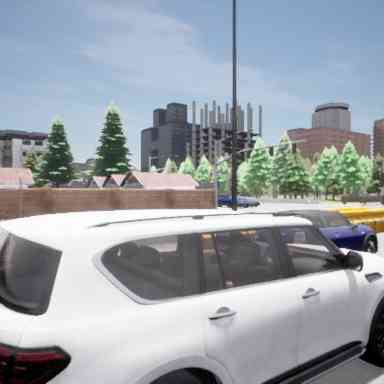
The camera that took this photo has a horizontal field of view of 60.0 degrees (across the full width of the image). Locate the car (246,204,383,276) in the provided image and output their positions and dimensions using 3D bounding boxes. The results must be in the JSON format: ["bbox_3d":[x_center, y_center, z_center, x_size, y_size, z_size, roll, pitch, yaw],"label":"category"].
[{"bbox_3d":[4.189,1.346,11.023,4.553,1.767,2.097,0,0,-35],"label":"car"}]

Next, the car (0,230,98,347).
[{"bbox_3d":[-4.375,1.548,4.923,5.357,1.411,2.033,0,0,-36],"label":"car"}]

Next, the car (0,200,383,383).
[{"bbox_3d":[0.494,1.220,4.095,5.566,2.045,2.150,0,0,-35],"label":"car"}]

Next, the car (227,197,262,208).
[{"bbox_3d":[7.623,1.525,48.857,2.033,1.411,5.357,0,0,-33],"label":"car"}]

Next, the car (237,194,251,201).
[{"bbox_3d":[5.538,1.201,45.621,2.150,2.045,5.566,0,0,-33],"label":"car"}]
